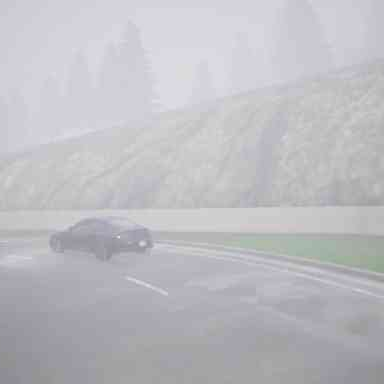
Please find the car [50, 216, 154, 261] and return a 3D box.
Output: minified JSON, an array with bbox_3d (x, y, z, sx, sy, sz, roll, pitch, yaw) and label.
[{"bbox_3d":[-3.501,1.632,12.649,4.674,1.442,1.812,-2,0,38],"label":"car"}]
